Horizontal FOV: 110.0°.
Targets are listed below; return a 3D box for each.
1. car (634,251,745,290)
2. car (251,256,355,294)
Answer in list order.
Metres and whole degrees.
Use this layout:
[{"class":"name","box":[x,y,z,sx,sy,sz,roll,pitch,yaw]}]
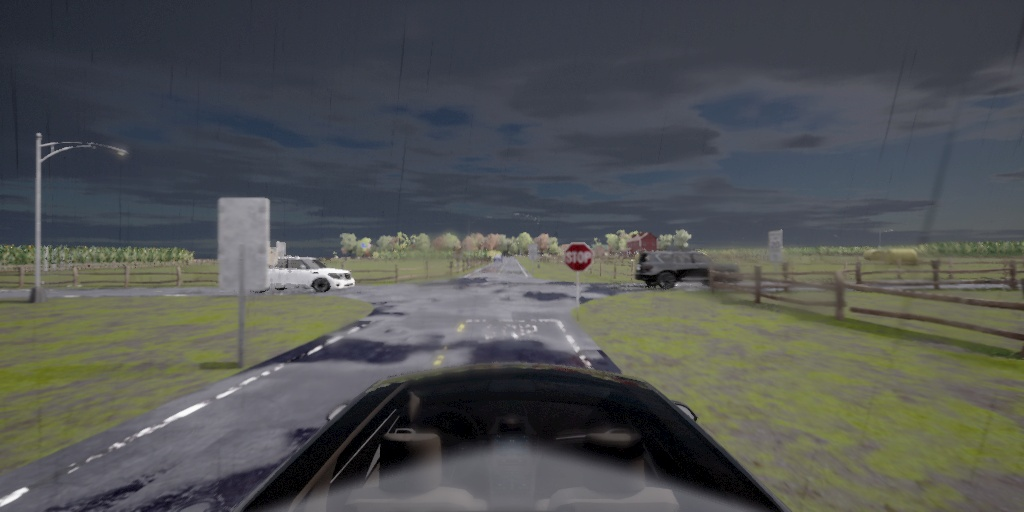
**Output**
[{"class":"car","box":[9.608,0.748,19.750,5.566,2.045,2.150,-1,-1,-1]},{"class":"car","box":[-11.652,1.029,19.640,5.566,2.045,2.150,1,-1,0]}]
